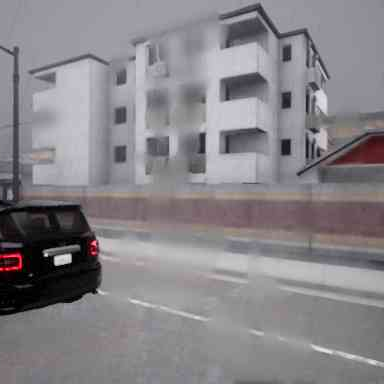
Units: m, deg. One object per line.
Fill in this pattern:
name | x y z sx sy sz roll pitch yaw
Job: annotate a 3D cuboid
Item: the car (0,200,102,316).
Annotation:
car | -4.259 1.177 6.770 5.566 2.045 2.150 0 0 34
